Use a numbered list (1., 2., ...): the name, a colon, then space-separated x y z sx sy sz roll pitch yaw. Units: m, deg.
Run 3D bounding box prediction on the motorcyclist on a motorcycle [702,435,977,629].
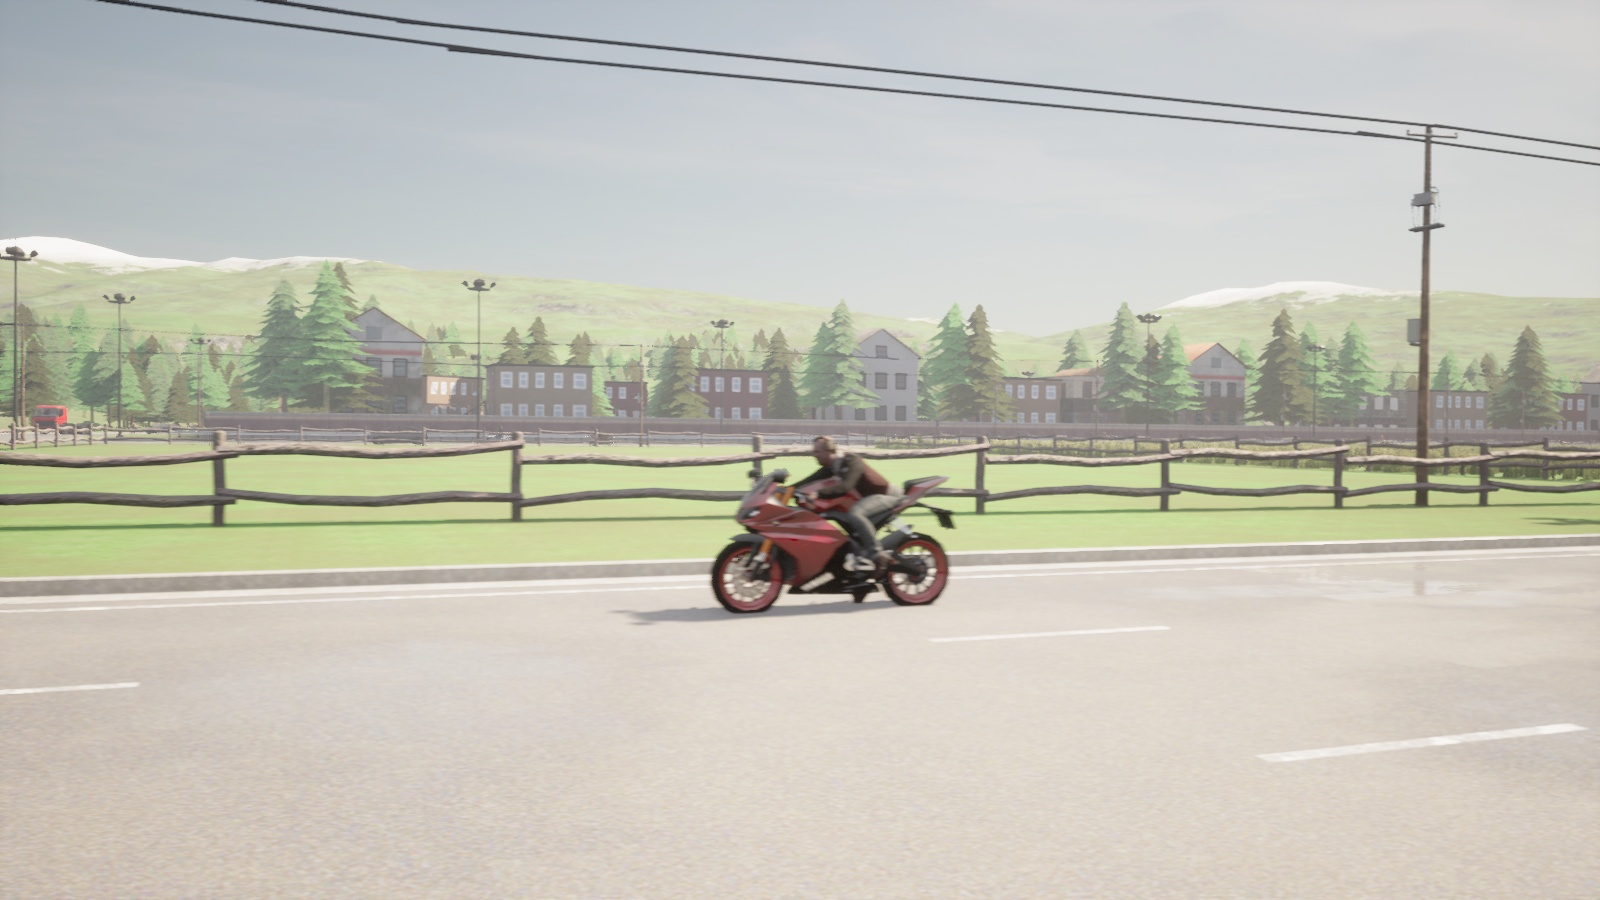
1. motorcyclist on a motorcycle: 0.342 0.651 10.857 2.191 1.530 0.866 -1 1 -21
